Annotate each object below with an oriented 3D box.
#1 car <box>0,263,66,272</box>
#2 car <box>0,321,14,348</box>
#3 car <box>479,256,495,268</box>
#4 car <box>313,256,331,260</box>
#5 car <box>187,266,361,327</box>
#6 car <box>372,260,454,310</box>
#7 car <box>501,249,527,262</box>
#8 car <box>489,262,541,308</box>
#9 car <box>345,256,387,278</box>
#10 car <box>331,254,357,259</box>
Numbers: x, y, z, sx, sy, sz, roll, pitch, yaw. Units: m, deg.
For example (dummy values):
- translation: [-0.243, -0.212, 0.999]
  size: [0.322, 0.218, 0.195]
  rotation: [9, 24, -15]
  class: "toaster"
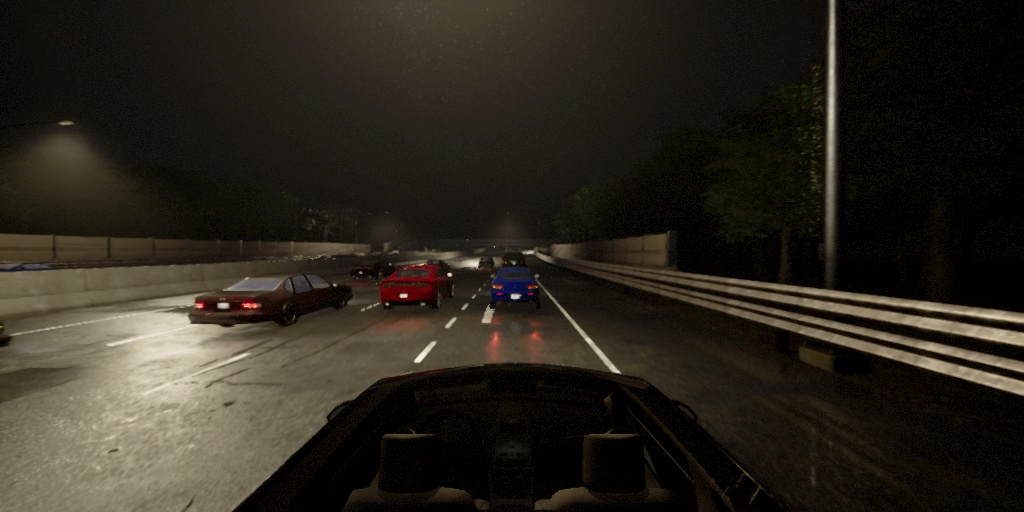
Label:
- translation: [-31.551, 1.113, 22.920]
  size: [1.994, 1.385, 4.181]
  rotation: [0, 1, 0]
  class: "car"
- translation: [-10.400, 1.277, 4.252]
  size: [2.033, 1.411, 5.357]
  rotation: [0, 1, 0]
  class: "car"
- translation: [-3.306, 0.775, 47.161]
  size: [2.128, 1.511, 4.902]
  rotation: [0, 1, 1]
  class: "car"
- translation: [-27.777, 0.749, 52.954]
  size: [2.033, 1.411, 5.357]
  rotation: [0, 1, 1]
  class: "car"
- translation: [-6.894, 1.206, 11.072]
  size: [2.033, 1.411, 5.357]
  rotation: [0, 1, 0]
  class: "car"
- translation: [-3.489, 1.106, 14.044]
  size: [1.882, 1.535, 5.008]
  rotation: [0, 1, 0]
  class: "car"
- translation: [0.199, 0.659, 32.593]
  size: [2.150, 2.045, 5.566]
  rotation: [0, 1, 1]
  class: "car"
- translation: [0.114, 1.149, 14.220]
  size: [1.812, 1.442, 4.674]
  rotation: [0, 1, 0]
  class: "car"
- translation: [-10.342, 0.976, 27.037]
  size: [1.882, 1.535, 5.008]
  rotation: [0, 1, 0]
  class: "car"
- translation: [-24.289, 0.548, 53.183]
  size: [2.097, 1.767, 4.553]
  rotation: [0, 1, 1]
  class: "car"
